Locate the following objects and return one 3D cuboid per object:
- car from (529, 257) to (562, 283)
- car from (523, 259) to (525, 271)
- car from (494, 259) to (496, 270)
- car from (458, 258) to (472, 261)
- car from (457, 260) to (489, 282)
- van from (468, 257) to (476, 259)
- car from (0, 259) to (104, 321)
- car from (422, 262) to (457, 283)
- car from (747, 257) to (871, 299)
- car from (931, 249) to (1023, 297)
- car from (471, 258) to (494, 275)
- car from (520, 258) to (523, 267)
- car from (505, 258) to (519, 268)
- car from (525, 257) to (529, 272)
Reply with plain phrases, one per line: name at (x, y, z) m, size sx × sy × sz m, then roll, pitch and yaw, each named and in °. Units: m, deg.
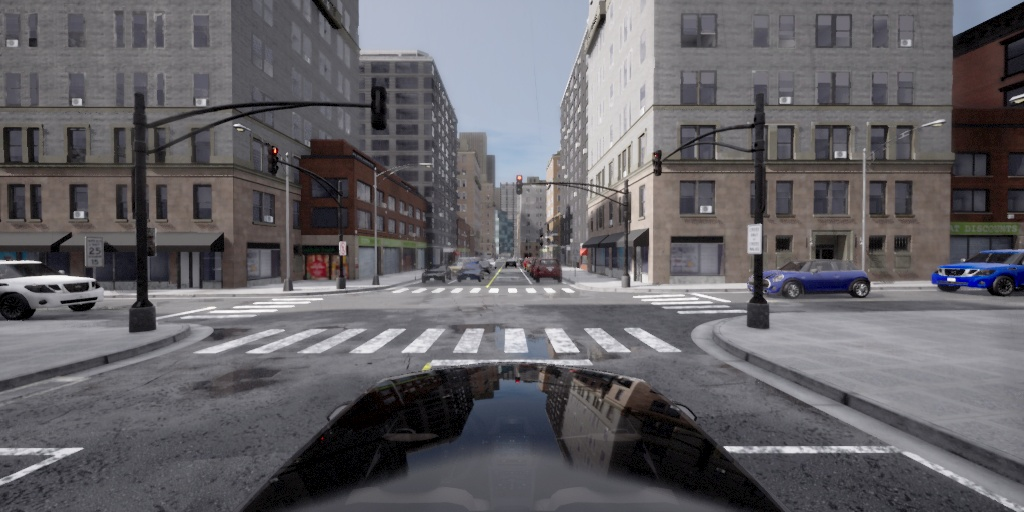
car at (2.744, 1.066, 28.120) m, size 2.192 × 1.841 × 5.009 m, roll 0°, pitch 0°, yaw 0°
car at (2.670, 1.276, 45.048) m, size 1.751 × 1.417 × 4.829 m, roll 0°, pitch 0°, yaw 0°
car at (-3.309, 1.275, 53.445) m, size 1.812 × 1.442 × 4.674 m, roll 0°, pitch 0°, yaw 0°
car at (-5.833, 1.277, 39.083) m, size 1.751 × 1.417 × 4.829 m, roll 0°, pitch 0°, yaw 0°
car at (-3.217, 1.300, 28.973) m, size 2.033 × 1.411 × 5.357 m, roll 0°, pitch 0°, yaw 0°
van at (-5.859, 1.092, 44.839) m, size 1.690 × 1.789 × 3.998 m, roll 0°, pitch 0°, yaw 0°
car at (-18.451, 1.145, 12.945) m, size 5.566 × 2.045 × 2.150 m, roll -1°, pitch 1°, yaw -2°
car at (-5.782, 1.318, 28.081) m, size 1.948 × 1.339 × 4.313 m, roll 0°, pitch 0°, yaw 0°
car at (13.401, 0.937, 16.399) m, size 4.553 × 1.767 × 2.097 m, roll -1°, pitch 1°, yaw -1°
car at (22.977, 0.707, 16.507) m, size 5.566 × 2.045 × 2.150 m, roll -1°, pitch 1°, yaw 0°
car at (-3.266, 1.257, 39.911) m, size 1.837 × 1.490 × 4.892 m, roll 0°, pitch 0°, yaw 0°
car at (2.646, 1.064, 50.464) m, size 2.192 × 1.841 × 5.009 m, roll 0°, pitch 0°, yaw 0°
car at (-0.171, 1.223, 61.290) m, size 1.882 × 1.535 × 5.008 m, roll 0°, pitch 0°, yaw 0°
car at (2.720, 1.067, 33.706) m, size 2.192 × 1.841 × 5.009 m, roll 0°, pitch 0°, yaw 0°
